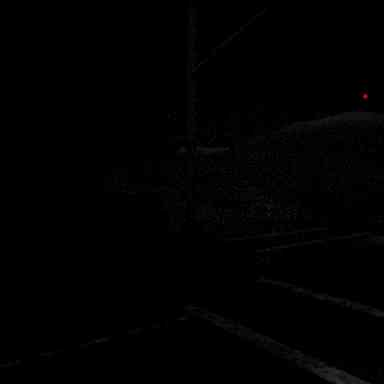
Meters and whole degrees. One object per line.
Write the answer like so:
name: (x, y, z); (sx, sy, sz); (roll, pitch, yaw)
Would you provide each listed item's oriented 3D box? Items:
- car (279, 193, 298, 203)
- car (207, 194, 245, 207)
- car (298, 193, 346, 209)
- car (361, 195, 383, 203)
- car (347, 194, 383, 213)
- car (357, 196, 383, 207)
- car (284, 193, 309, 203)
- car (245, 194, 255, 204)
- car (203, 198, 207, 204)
car: (18.833, 1.094, 64.876); (1.905, 1.878, 3.866); (0, 0, -36)
car: (4.639, 1.308, 45.481); (2.007, 1.523, 4.514); (0, 0, -36)
car: (16.135, 1.110, 41.450); (1.932, 1.855, 4.605); (0, 0, -36)
car: (38.013, 1.407, 69.953); (1.970, 1.475, 3.806); (0, 0, -36)
car: (18.091, 1.088, 33.150); (1.905, 1.878, 3.866); (0, 0, -36)
car: (26.638, 1.314, 48.184); (2.007, 1.523, 4.514); (0, 0, -36)
car: (20.943, 1.116, 66.915); (1.932, 1.855, 4.605); (0, 0, -36)
car: (8.474, 1.167, 57.367); (2.152, 1.636, 5.027); (0, 0, -36)
car: (3.467, 1.244, 53.338); (1.970, 1.475, 3.806); (0, 0, -36)
